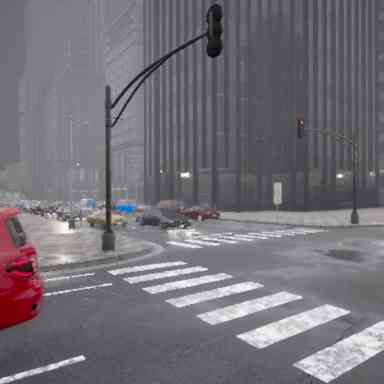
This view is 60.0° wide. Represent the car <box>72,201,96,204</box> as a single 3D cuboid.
[{"bbox_3d":[-12.491,2.036,37.789,1.812,1.442,4.674,0,-1,-35],"label":"car"}]

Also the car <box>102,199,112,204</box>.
[{"bbox_3d":[-11.163,1.885,46.055,2.192,1.841,5.009,-1,0,-35],"label":"car"}]

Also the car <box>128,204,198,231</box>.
[{"bbox_3d":[-2.174,1.815,23.236,2.033,1.411,5.357,0,-1,-35],"label":"car"}]

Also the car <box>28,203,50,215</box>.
[{"bbox_3d":[-20.500,2.201,44.444,1.887,1.381,4.507,-1,0,-35],"label":"car"}]

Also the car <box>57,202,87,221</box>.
[{"bbox_3d":[-12.018,2.009,32.490,2.008,1.369,4.403,-1,0,-35],"label":"car"}]

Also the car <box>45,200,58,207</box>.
[{"bbox_3d":[-31.687,2.605,74.947,1.947,1.339,4.313,-1,0,-35],"label":"car"}]

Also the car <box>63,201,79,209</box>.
[{"bbox_3d":[-22.656,2.416,62.219,1.802,1.307,4.206,-1,0,-35],"label":"car"}]

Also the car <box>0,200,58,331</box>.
[{"bbox_3d":[-4.814,1.221,3.979,5.566,2.045,2.150,0,0,-33],"label":"car"}]

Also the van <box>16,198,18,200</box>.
[{"bbox_3d":[-26.158,2.128,52.414,1.690,1.788,3.998,-1,0,-35],"label":"van"}]

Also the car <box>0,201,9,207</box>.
[{"bbox_3d":[-44.357,2.776,78.072,1.802,1.307,4.206,-1,0,-35],"label":"car"}]

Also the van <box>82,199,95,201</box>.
[{"bbox_3d":[-17.040,2.047,54.360,1.690,1.788,3.998,-1,0,-35],"label":"van"}]

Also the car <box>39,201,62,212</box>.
[{"bbox_3d":[-21.743,2.220,50.980,2.128,1.511,4.902,0,-1,-35],"label":"car"}]

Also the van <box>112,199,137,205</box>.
[{"bbox_3d":[-8.224,1.842,41.903,1.690,1.788,3.998,-1,0,-35],"label":"van"}]

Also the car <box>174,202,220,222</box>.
[{"bbox_3d":[0.597,1.838,29.446,1.887,1.381,4.507,-1,0,-35],"label":"car"}]

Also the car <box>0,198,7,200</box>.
[{"bbox_3d":[-41.246,2.672,73.687,1.887,1.381,4.507,-1,0,-35],"label":"car"}]

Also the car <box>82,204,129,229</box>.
[{"bbox_3d":[-6.266,1.848,24.382,1.752,1.417,4.829,-1,0,-35],"label":"car"}]

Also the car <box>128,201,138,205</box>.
[{"bbox_3d":[-5.280,2.014,37.750,1.802,1.307,4.206,-1,0,-35],"label":"car"}]

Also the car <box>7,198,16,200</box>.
[{"bbox_3d":[-31.913,2.359,60.529,1.967,1.590,4.097,-1,0,-35],"label":"car"}]

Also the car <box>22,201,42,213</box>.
[{"bbox_3d":[-23.328,2.162,48.429,1.967,1.590,4.097,-1,0,-35],"label":"car"}]

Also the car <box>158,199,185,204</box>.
[{"bbox_3d":[-2.347,1.678,33.598,2.192,1.841,5.009,-1,0,-35],"label":"car"}]

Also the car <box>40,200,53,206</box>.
[{"bbox_3d":[-34.698,2.670,79.191,1.947,1.339,4.313,-1,0,-35],"label":"car"}]

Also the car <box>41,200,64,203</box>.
[{"bbox_3d":[-17.677,1.906,40.460,2.192,1.841,5.009,-1,0,-35],"label":"car"}]
